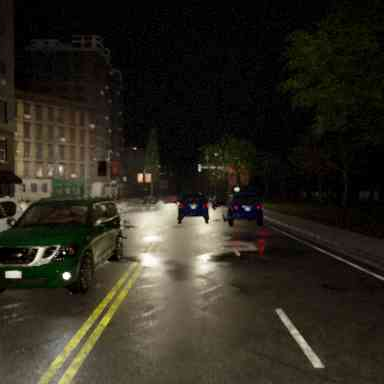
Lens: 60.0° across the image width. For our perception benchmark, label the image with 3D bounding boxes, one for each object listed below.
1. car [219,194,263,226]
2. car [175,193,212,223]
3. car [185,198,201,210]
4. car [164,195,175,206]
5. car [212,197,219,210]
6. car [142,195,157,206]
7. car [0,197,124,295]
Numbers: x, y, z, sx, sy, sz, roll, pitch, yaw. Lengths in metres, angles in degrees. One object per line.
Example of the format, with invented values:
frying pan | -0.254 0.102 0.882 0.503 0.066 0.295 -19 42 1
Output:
car | 3.361 1.129 22.768 2.150 2.045 5.566 0 0 0
car | 0.095 1.119 24.629 2.150 2.045 5.566 0 0 0
car | 0.111 1.432 40.838 1.895 1.301 4.718 0 0 0
car | -3.234 1.181 51.449 1.882 1.535 5.008 0 0 0
car | 3.362 1.339 40.415 1.837 1.490 4.892 0 0 0
car | -6.483 1.243 51.450 2.033 1.411 5.357 0 0 0
car | -3.348 1.186 9.010 2.150 2.045 5.566 0 0 0
